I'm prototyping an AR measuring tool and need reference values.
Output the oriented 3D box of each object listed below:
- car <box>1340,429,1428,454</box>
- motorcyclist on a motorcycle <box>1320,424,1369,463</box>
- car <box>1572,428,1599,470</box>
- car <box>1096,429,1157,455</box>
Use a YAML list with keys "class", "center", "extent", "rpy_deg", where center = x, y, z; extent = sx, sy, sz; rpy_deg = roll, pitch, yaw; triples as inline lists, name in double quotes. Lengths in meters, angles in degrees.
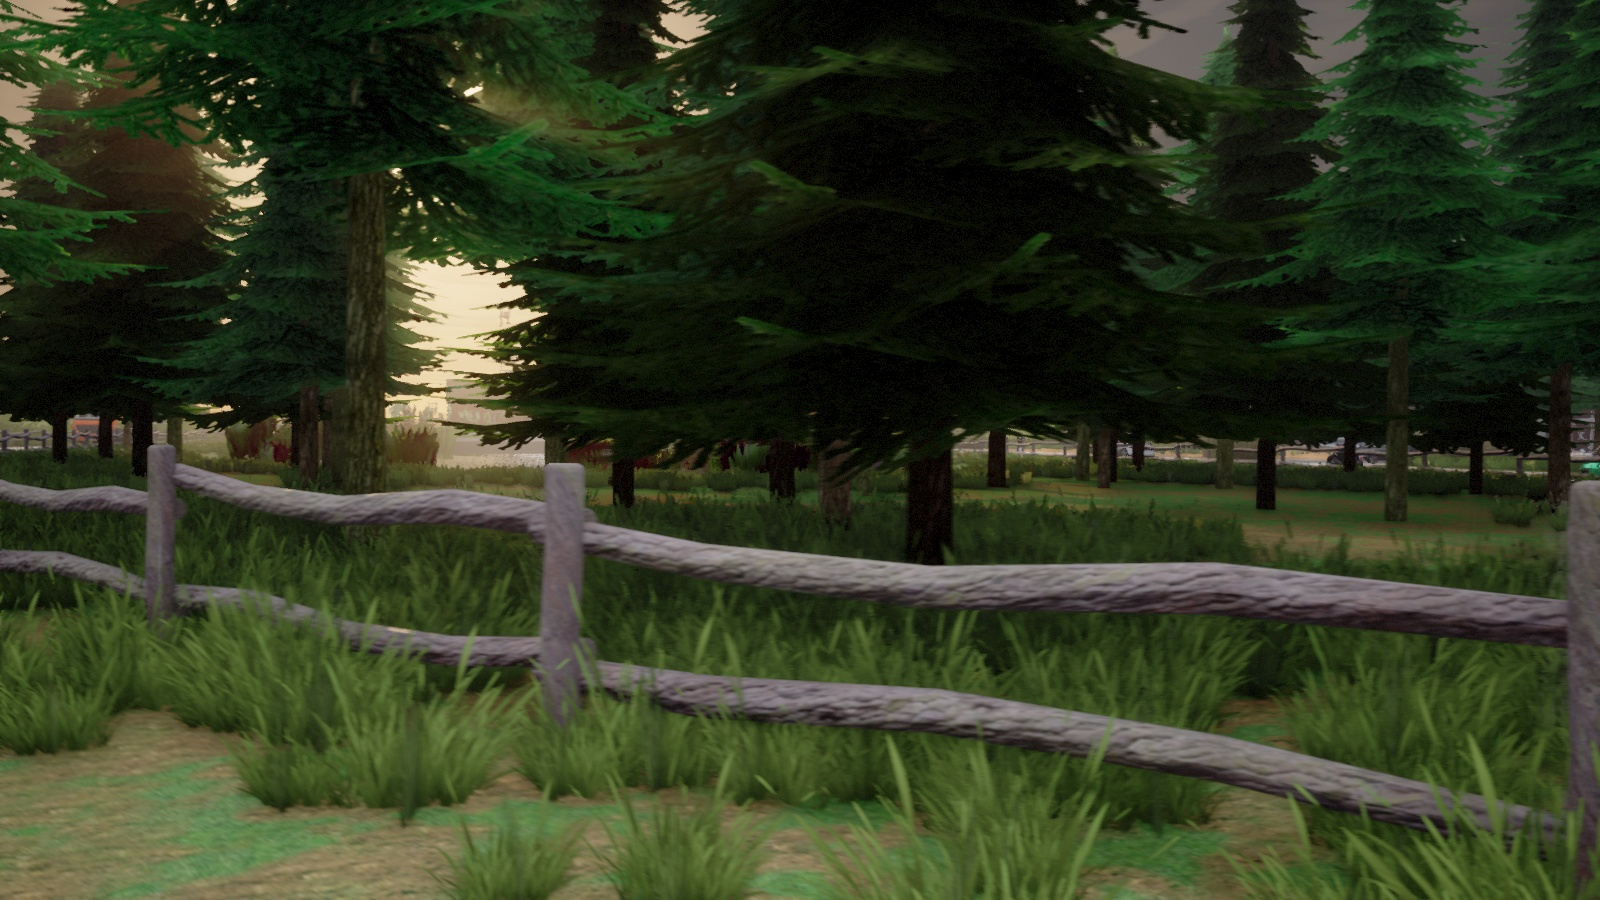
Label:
- class: "car"
  center: [34.609, -0.516, 74.424]
  extent: [4.674, 1.442, 1.812]
  rpy_deg: [-1, 1, -16]
- class: "motorcyclist on a motorcycle"
  center: [24.141, -0.291, 55.720]
  extent: [0.766, 1.649, 2.350]
  rpy_deg: [-1, 1, -13]
- class: "car"
  center: [27.491, -0.035, 42.201]
  extent: [1.481, 1.376, 2.207]
  rpy_deg: [-1, 1, -15]
- class: "car"
  center: [19.522, -0.488, 75.248]
  extent: [1.970, 1.475, 3.806]
  rpy_deg: [-1, 1, -13]
